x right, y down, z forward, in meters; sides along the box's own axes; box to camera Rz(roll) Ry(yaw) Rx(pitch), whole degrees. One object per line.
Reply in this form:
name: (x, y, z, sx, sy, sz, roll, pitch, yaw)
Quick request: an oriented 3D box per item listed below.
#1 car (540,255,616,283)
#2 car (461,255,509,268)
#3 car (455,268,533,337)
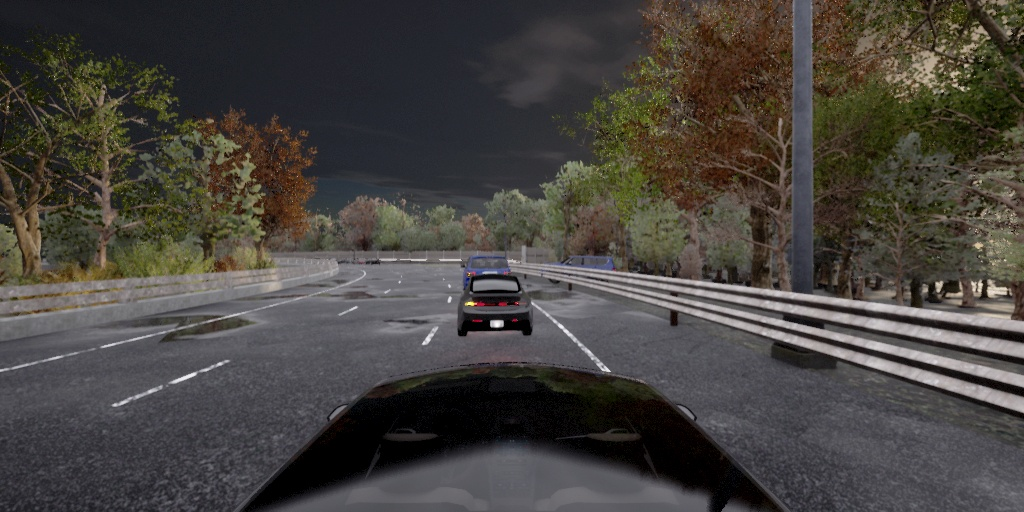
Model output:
car: (4.805, 0.961, 26.155, 5.566, 2.045, 2.150, 3, 1, -2)
car: (-1.327, 0.965, 17.828, 2.150, 2.045, 5.566, 0, 0, -9)
car: (-0.553, 1.251, 10.351, 1.837, 1.490, 4.892, 0, 0, -5)
